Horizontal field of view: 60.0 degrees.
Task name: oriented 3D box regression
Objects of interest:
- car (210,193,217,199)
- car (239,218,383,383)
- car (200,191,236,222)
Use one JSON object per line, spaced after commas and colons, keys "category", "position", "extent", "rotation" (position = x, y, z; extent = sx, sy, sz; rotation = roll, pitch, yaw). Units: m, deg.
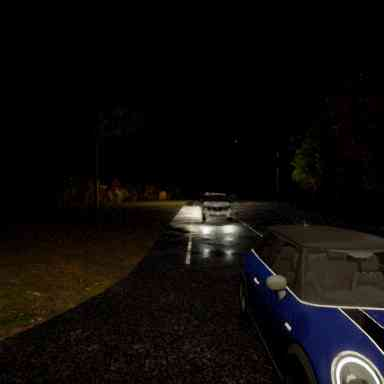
{"category": "car", "position": [5.917, 0.986, 91.837], "extent": [1.882, 1.535, 5.008], "rotation": [0, 0, 4]}
{"category": "car", "position": [1.929, 1.338, 4.220], "extent": [2.097, 1.767, 4.553], "rotation": [0, 0, -1]}
{"category": "car", "position": [1.793, 1.084, 25.343], "extent": [2.150, 2.045, 5.566], "rotation": [0, 1, 1]}
